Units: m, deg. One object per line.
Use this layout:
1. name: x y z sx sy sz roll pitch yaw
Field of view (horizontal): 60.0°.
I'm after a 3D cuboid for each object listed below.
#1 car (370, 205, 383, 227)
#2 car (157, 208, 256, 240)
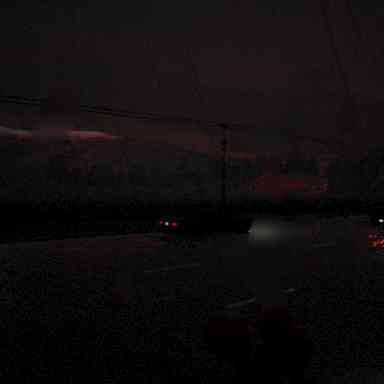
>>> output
1. car: 13.789 1.537 22.178 4.892 1.490 1.837 0 0 -35
2. car: 0.861 1.562 17.257 5.357 1.411 2.033 0 0 -35
